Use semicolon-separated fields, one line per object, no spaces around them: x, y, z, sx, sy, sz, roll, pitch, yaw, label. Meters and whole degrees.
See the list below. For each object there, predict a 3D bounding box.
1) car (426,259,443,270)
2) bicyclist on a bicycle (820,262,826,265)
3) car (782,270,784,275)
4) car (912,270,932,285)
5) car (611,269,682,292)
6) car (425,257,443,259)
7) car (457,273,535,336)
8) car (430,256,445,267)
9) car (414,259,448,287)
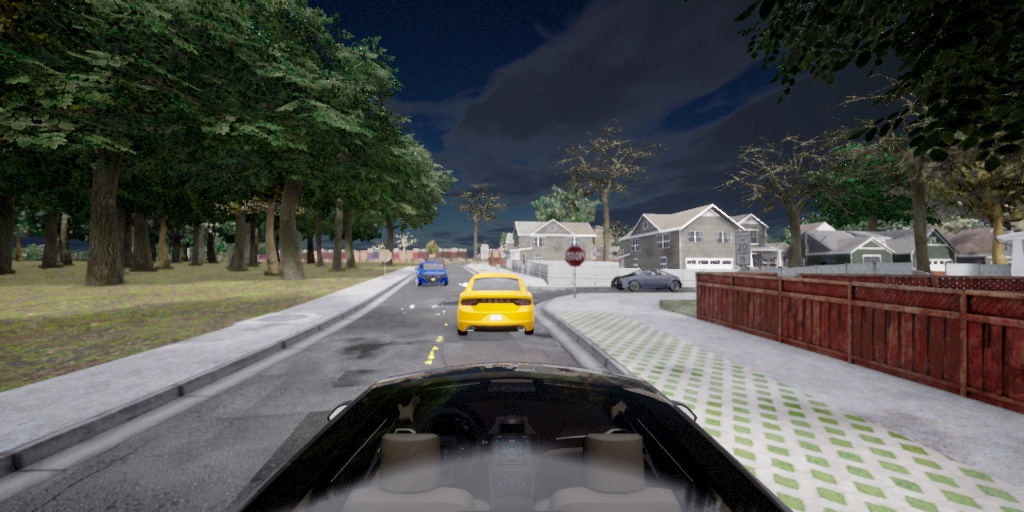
-10.270;1.126;47.662;1.994;1.385;4.181;0;0;-9;car
15.826;1.100;18.011;0.582;1.620;1.656;1;-3;-10;bicyclist on a bicycle
18.146;1.628;24.371;4.674;1.442;1.812;1;-3;-10;car
28.518;1.774;26.255;4.892;1.490;1.837;1;-3;-10;car
8.423;1.511;22.593;4.181;1.385;1.994;1;-3;-9;car
-7.986;0.960;35.405;2.097;1.767;4.553;0;0;-11;car
-0.464;1.223;10.491;1.882;1.535;5.008;0;0;-3;car
-12.337;0.908;59.781;2.097;1.767;4.553;0;0;-8;car
-5.534;1.148;24.108;1.882;1.535;5.008;0;0;-18;car
